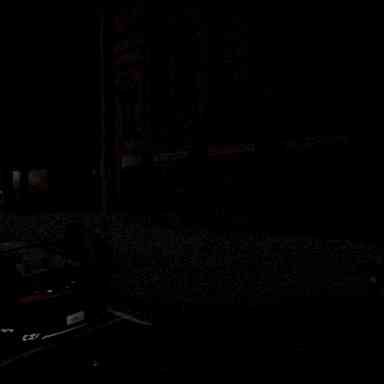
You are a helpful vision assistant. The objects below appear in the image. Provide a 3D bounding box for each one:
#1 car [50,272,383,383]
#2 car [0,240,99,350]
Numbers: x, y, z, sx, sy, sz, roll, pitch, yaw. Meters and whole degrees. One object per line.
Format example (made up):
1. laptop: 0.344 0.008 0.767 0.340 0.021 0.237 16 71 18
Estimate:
1. car: 0.965 1.529 2.513 4.313 1.339 1.947 -1 1 40
2. car: -3.321 1.573 6.120 4.403 1.369 2.008 -1 1 40
